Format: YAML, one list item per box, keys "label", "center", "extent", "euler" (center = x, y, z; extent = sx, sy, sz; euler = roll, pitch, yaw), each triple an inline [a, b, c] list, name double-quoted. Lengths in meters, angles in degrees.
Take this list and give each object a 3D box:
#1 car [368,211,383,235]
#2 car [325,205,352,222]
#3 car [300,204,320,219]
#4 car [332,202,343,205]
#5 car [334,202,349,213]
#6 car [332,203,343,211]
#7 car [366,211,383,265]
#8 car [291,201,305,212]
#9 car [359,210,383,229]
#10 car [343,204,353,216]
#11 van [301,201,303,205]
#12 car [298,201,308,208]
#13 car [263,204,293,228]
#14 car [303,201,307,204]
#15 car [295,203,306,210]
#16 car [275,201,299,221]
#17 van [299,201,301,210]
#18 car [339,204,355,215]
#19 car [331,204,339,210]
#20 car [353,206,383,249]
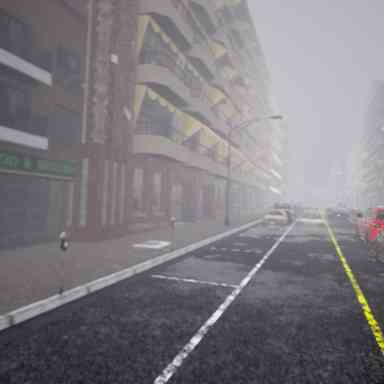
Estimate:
- label: "car"
  center: [14.179, 2.241, 24.071]
  extent: [1.887, 1.381, 4.507]
  euler: [3, 0, 20]
- label: "car"
  center: [16.135, 2.458, 36.792]
  extent: [1.994, 1.385, 4.181]
  euler: [2, -1, 21]
- label: "car"
  center: [14.618, 2.488, 40.697]
  extent: [1.895, 1.301, 4.718]
  euler: [2, -1, 20]
- label: "car"
  center: [20.485, 2.663, 48.669]
  extent: [2.128, 1.511, 4.902]
  euler: [2, -1, 20]
- label: "car"
  center: [29.443, 2.988, 65.596]
  extent: [2.192, 1.841, 5.009]
  euler: [3, 0, 20]
- label: "car"
  center: [33.257, 3.374, 75.975]
  extent: [1.967, 1.590, 4.097]
  euler: [3, 0, 20]
- label: "car"
  center: [7.042, 1.675, 10.159]
  extent: [2.097, 1.767, 4.553]
  euler: [2, -1, 17]
- label: "car"
  center: [20.195, 2.651, 63.177]
  extent: [2.192, 1.841, 5.009]
  euler: [3, 0, 20]
- label: "car"
  center: [16.089, 2.363, 29.261]
  extent: [2.008, 1.369, 4.403]
  euler: [3, 0, 20]
- label: "car"
  center: [21.822, 2.716, 44.827]
  extent: [1.887, 1.381, 4.507]
  euler: [3, 0, 20]
- label: "van"
  center: [14.463, 2.303, 47.612]
  extent: [1.690, 1.788, 3.998]
  euler: [3, 0, 20]
- label: "car"
  center: [29.744, 3.307, 89.120]
  extent: [2.192, 1.841, 5.009]
  euler: [3, 0, 20]
- label: "car"
  center: [6.753, 2.007, 26.697]
  extent: [1.752, 1.417, 4.829]
  euler: [3, 0, 20]
- label: "car"
  center: [18.285, 2.525, 57.989]
  extent: [2.192, 1.841, 5.009]
  euler: [3, 0, 20]
- label: "car"
  center: [24.002, 3.158, 73.555]
  extent: [1.947, 1.339, 4.313]
  euler: [3, 0, 20]
- label: "car"
  center: [8.734, 1.917, 32.046]
  extent: [2.192, 1.841, 5.009]
  euler: [3, 0, 20]
- label: "van"
  center: [12.553, 2.180, 42.422]
  extent: [1.690, 1.788, 3.998]
  euler: [3, 0, 20]
- label: "car"
  center: [25.655, 2.861, 55.203]
  extent: [1.967, 1.590, 4.097]
  euler: [3, 0, 20]
- label: "car"
  center: [37.070, 3.783, 86.353]
  extent: [1.802, 1.307, 4.206]
  euler: [3, 0, 20]
- label: "car"
  center: [9.285, 1.677, 15.845]
  extent: [2.150, 2.045, 5.566]
  euler: [2, -1, 20]
